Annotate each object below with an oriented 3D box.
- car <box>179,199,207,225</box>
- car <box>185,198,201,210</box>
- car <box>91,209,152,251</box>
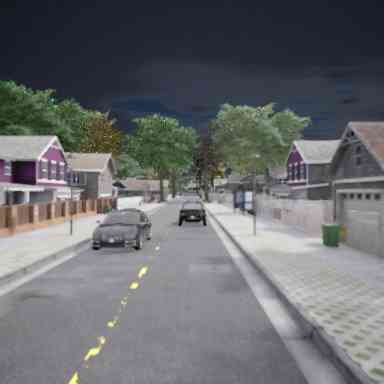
[{"bbox_3d":[0.053,1.478,24.096,1.882,1.535,5.008,0,0,0],"label":"car"},{"bbox_3d":[0.080,1.565,43.040,1.994,1.385,4.181,0,0,0],"label":"car"},{"bbox_3d":[-2.816,1.507,14.174,1.837,1.490,4.892,0,-1,0],"label":"car"}]
